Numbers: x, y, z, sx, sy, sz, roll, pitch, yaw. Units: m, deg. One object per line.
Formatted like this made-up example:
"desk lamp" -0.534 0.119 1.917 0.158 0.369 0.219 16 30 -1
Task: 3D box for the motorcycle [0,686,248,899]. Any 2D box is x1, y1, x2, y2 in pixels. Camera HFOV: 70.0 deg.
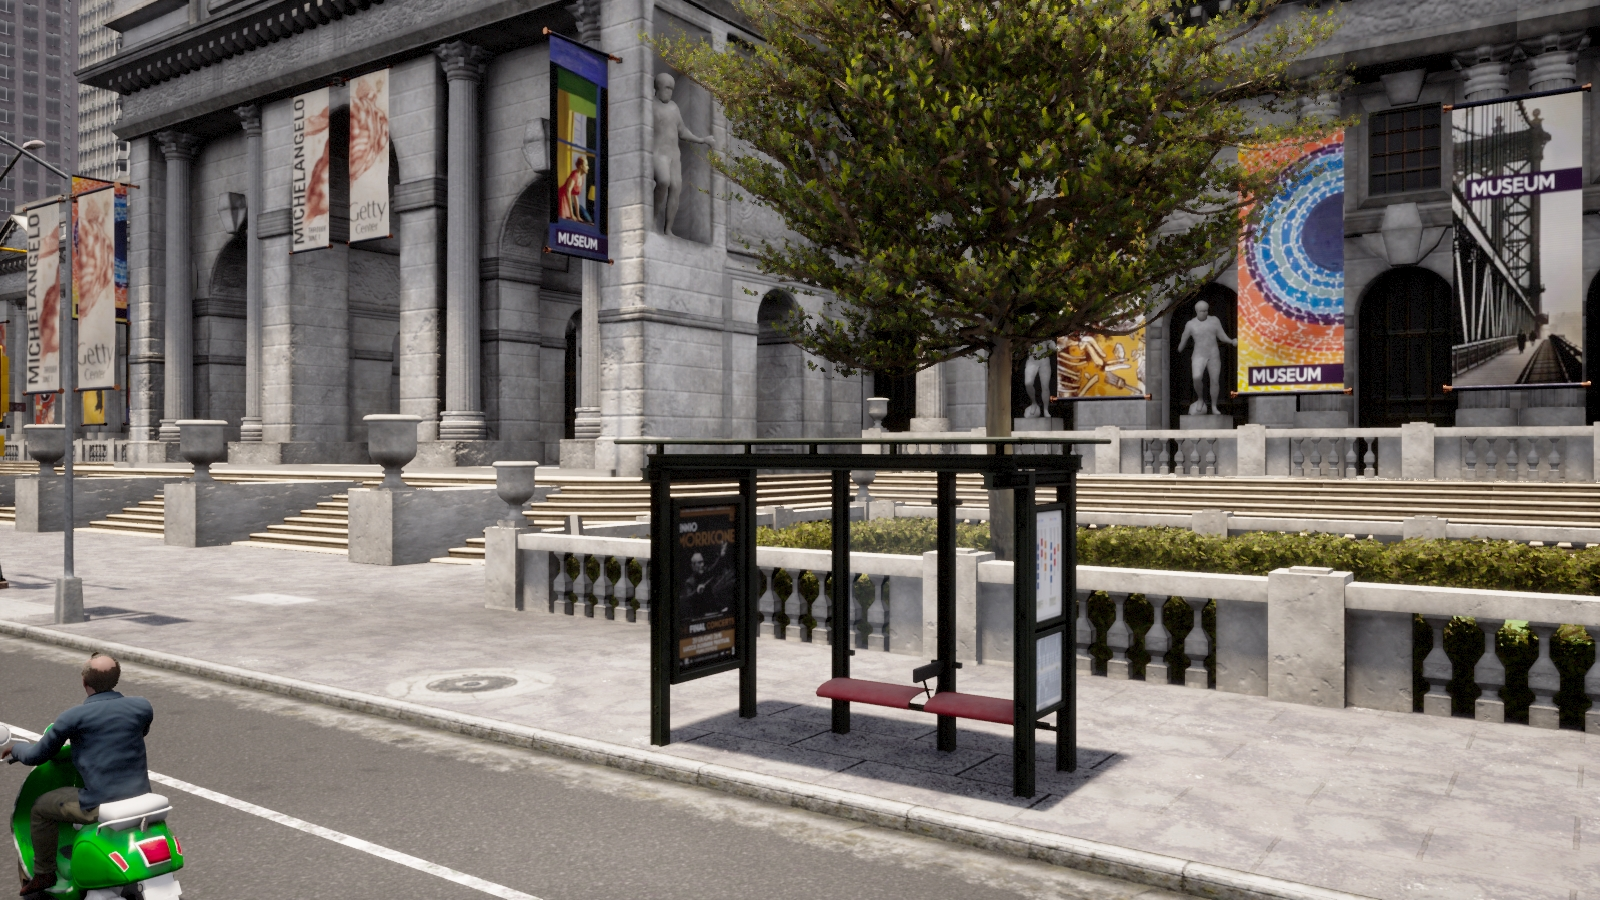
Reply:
"motorcycle" -4.138 2.179 6.693 1.805 1.236 0.856 0 0 35
